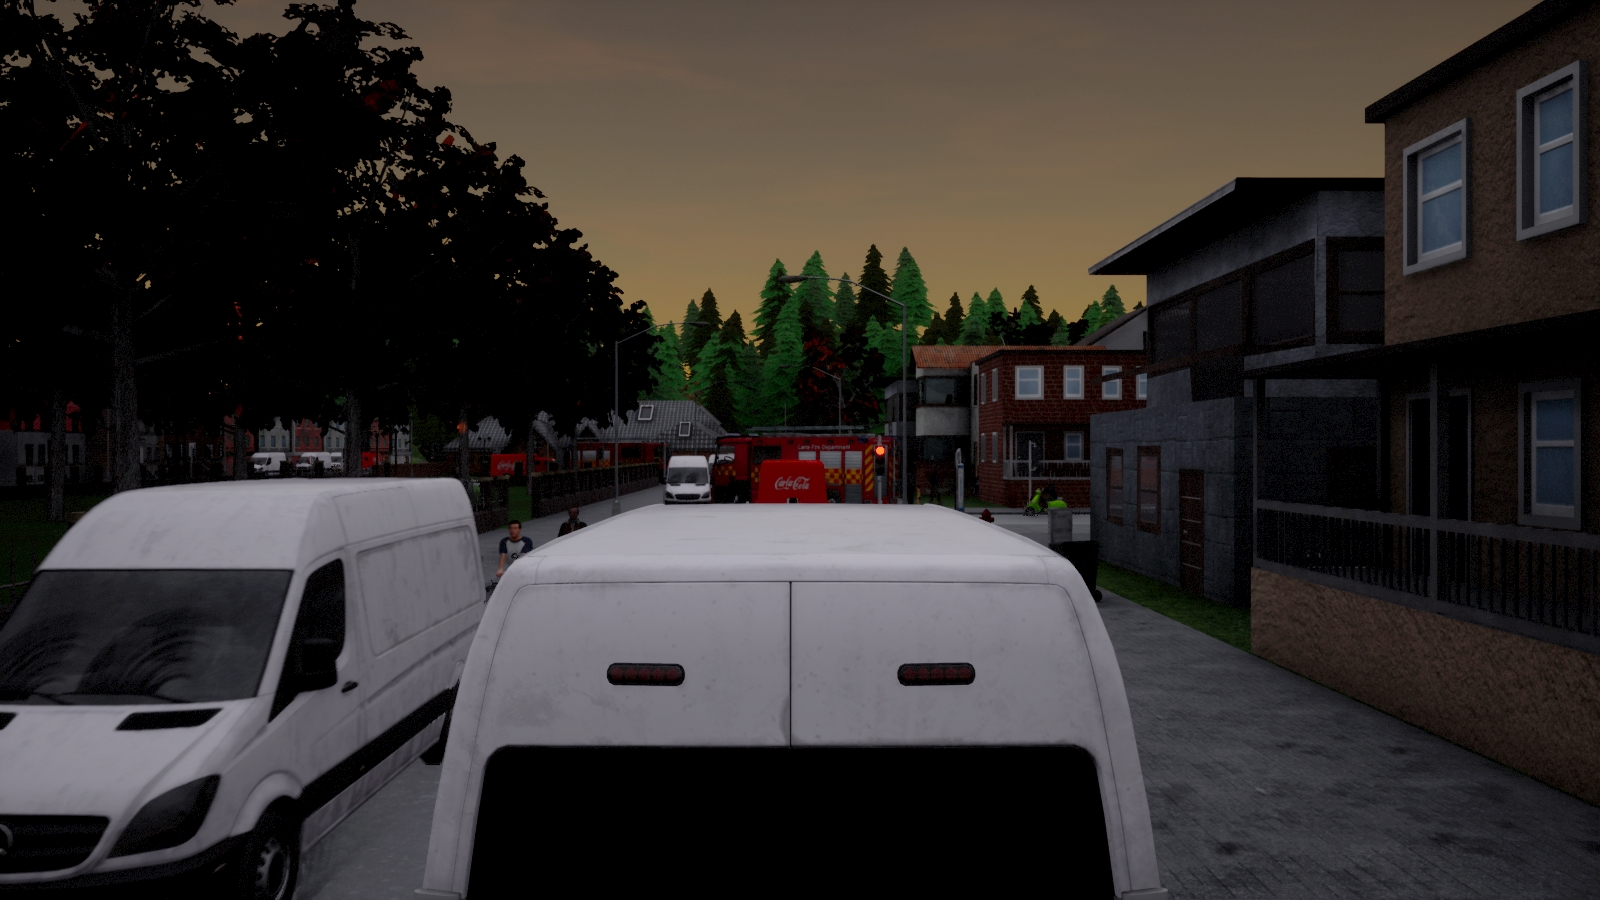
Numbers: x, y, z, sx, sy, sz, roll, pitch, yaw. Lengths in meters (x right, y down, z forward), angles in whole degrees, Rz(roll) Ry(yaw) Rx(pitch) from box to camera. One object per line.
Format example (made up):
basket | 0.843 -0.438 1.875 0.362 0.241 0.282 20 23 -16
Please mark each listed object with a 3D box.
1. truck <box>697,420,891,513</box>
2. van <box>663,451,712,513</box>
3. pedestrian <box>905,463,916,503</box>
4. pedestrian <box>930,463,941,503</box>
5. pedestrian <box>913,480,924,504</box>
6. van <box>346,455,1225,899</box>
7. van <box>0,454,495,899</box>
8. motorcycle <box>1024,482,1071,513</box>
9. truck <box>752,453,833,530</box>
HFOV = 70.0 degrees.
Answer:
truck | -0.369 0.670 50.532 8.468 3.827 2.891 0 0 36
van | -4.919 1.314 50.217 1.988 2.561 5.915 0 0 -5
pedestrian | 5.085 1.516 52.590 0.375 1.860 0.375 0 0 -27
pedestrian | 6.303 1.517 53.150 0.375 1.860 0.375 0 0 -37
pedestrian | 5.370 1.896 51.777 0.500 1.100 0.500 0 0 9
van | -0.041 1.314 5.541 1.988 2.561 5.915 0 0 0
van | -4.043 1.315 8.543 1.988 2.561 5.915 0 0 0
motorcycle | 10.292 1.962 47.547 1.805 1.236 0.856 0 0 0
truck | -0.258 1.348 39.562 2.627 2.467 5.204 0 0 0
